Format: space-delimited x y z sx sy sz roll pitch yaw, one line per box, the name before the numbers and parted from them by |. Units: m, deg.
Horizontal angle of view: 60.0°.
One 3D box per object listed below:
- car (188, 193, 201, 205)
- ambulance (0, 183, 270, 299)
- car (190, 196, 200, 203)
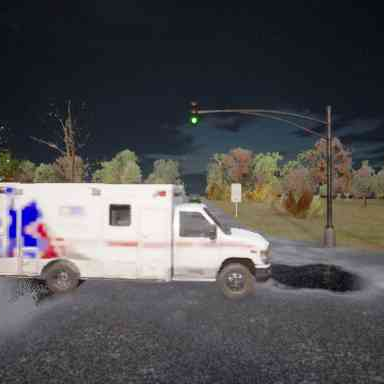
car | 0.473 1.269 59.234 2.150 2.045 5.566 0 0 0
ambulance | -1.375 1.042 8.171 6.366 2.431 2.351 1 0 4
car | 0.555 1.613 69.623 2.033 1.411 5.357 0 0 0
